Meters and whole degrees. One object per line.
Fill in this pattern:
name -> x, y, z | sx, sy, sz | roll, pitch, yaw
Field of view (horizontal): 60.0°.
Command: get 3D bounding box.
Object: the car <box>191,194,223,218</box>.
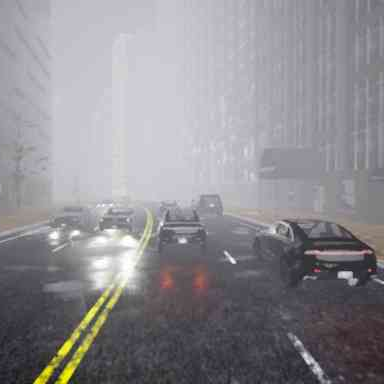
car -> 1.247, 1.201, 29.607 | 2.150, 2.045, 5.566 | 0, 0, -7

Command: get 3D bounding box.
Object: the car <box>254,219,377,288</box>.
car -> 3.053, 1.481, 9.245 | 2.128, 1.511, 4.902 | 0, 0, -2

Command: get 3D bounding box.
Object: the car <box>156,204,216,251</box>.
car -> -0.466, 1.488, 13.968 | 2.128, 1.511, 4.902 | 0, 0, -3

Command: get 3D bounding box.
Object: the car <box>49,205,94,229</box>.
car -> -7.874, 1.566, 22.289 | 2.033, 1.411, 5.357 | 0, 0, -6

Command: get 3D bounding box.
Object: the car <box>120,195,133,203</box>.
car -> -11.938, 1.339, 60.410 | 2.097, 1.767, 4.553 | 0, 0, -15

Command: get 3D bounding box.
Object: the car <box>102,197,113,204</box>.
car -> -15.914, 1.604, 62.559 | 1.895, 1.301, 4.718 | 0, 0, -16

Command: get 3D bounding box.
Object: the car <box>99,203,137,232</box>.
car -> -4.423, 1.607, 20.328 | 1.895, 1.301, 4.718 | 0, 0, -6

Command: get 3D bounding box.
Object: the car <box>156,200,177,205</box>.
car -> -2.185, 1.484, 30.574 | 2.128, 1.511, 4.902 | 0, 0, -8
